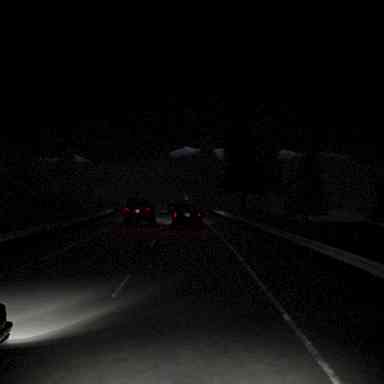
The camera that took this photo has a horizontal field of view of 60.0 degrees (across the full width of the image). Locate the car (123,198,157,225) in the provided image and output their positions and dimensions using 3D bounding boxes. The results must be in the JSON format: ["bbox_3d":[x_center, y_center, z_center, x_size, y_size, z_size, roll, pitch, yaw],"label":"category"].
[{"bbox_3d":[-4.051,1.467,26.259,2.150,2.045,5.566,0,-1,-4],"label":"car"}]

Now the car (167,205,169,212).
[{"bbox_3d":[-2.099,1.938,41.924,2.033,1.411,5.357,0,-1,-7],"label":"car"}]

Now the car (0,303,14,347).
[{"bbox_3d":[-3.401,1.569,2.146,2.033,1.411,5.357,0,0,0],"label":"car"}]

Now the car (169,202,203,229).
[{"bbox_3d":[-0.415,1.574,23.836,2.097,1.767,4.553,0,-1,-3],"label":"car"}]
